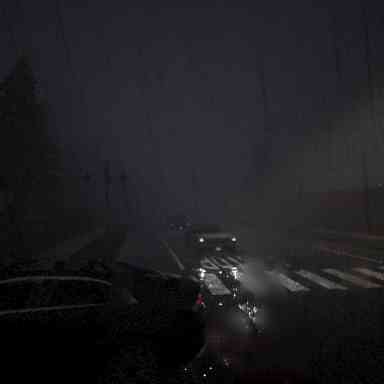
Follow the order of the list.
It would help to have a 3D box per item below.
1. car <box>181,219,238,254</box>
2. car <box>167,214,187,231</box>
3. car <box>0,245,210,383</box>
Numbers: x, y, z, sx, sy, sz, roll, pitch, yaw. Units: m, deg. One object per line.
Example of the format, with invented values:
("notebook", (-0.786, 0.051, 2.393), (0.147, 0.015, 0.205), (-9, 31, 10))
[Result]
("car", (0.818, 2.255, 16.600), (1.895, 1.301, 4.718), (0, -2, -9))
("car", (-1.340, 2.829, 31.447), (2.033, 1.411, 5.357), (0, -2, -8))
("car", (-2.207, 1.717, 4.531), (4.902, 1.511, 2.128), (0, -2, -8))
